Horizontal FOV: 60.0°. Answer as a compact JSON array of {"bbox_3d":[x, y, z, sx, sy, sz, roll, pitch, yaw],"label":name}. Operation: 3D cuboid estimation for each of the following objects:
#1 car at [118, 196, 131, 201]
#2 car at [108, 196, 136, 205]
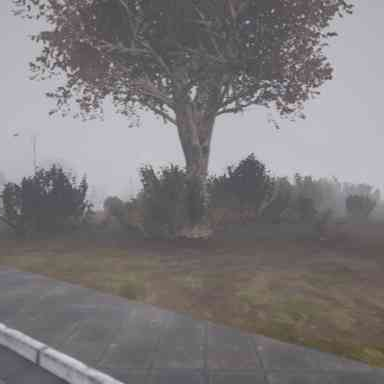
[{"bbox_3d":[-10.977,1.440,56.114,2.128,1.511,4.902,0,0,34],"label":"car"},{"bbox_3d":[-12.537,1.434,60.076,2.128,1.511,4.902,0,0,34],"label":"car"}]
